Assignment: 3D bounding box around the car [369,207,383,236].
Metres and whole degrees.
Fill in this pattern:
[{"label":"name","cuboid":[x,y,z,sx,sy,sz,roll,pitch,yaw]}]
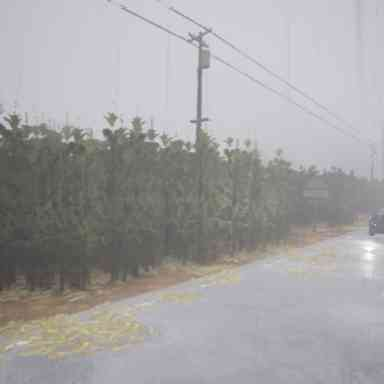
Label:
[{"label":"car","cuboid":[10.918,1.499,17.807,1.882,1.535,5.008,2,1,39]}]
